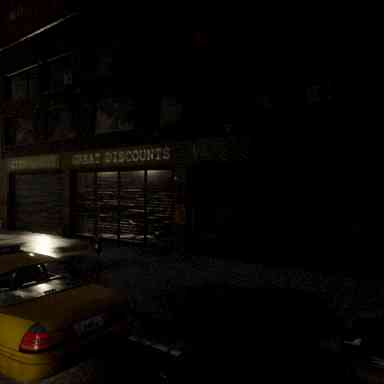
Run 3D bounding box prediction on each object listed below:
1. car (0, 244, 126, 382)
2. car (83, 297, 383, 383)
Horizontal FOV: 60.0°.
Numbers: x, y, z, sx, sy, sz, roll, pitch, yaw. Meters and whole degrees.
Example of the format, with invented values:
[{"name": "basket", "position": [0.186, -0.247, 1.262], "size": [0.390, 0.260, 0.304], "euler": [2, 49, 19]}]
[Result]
[{"name": "car", "position": [-3.066, 1.524, 5.276], "size": [4.829, 1.417, 1.752], "euler": [0, 1, 36]}, {"name": "car", "position": [1.617, 1.551, 1.930], "size": [4.403, 1.369, 2.008], "euler": [0, 1, 36]}]
